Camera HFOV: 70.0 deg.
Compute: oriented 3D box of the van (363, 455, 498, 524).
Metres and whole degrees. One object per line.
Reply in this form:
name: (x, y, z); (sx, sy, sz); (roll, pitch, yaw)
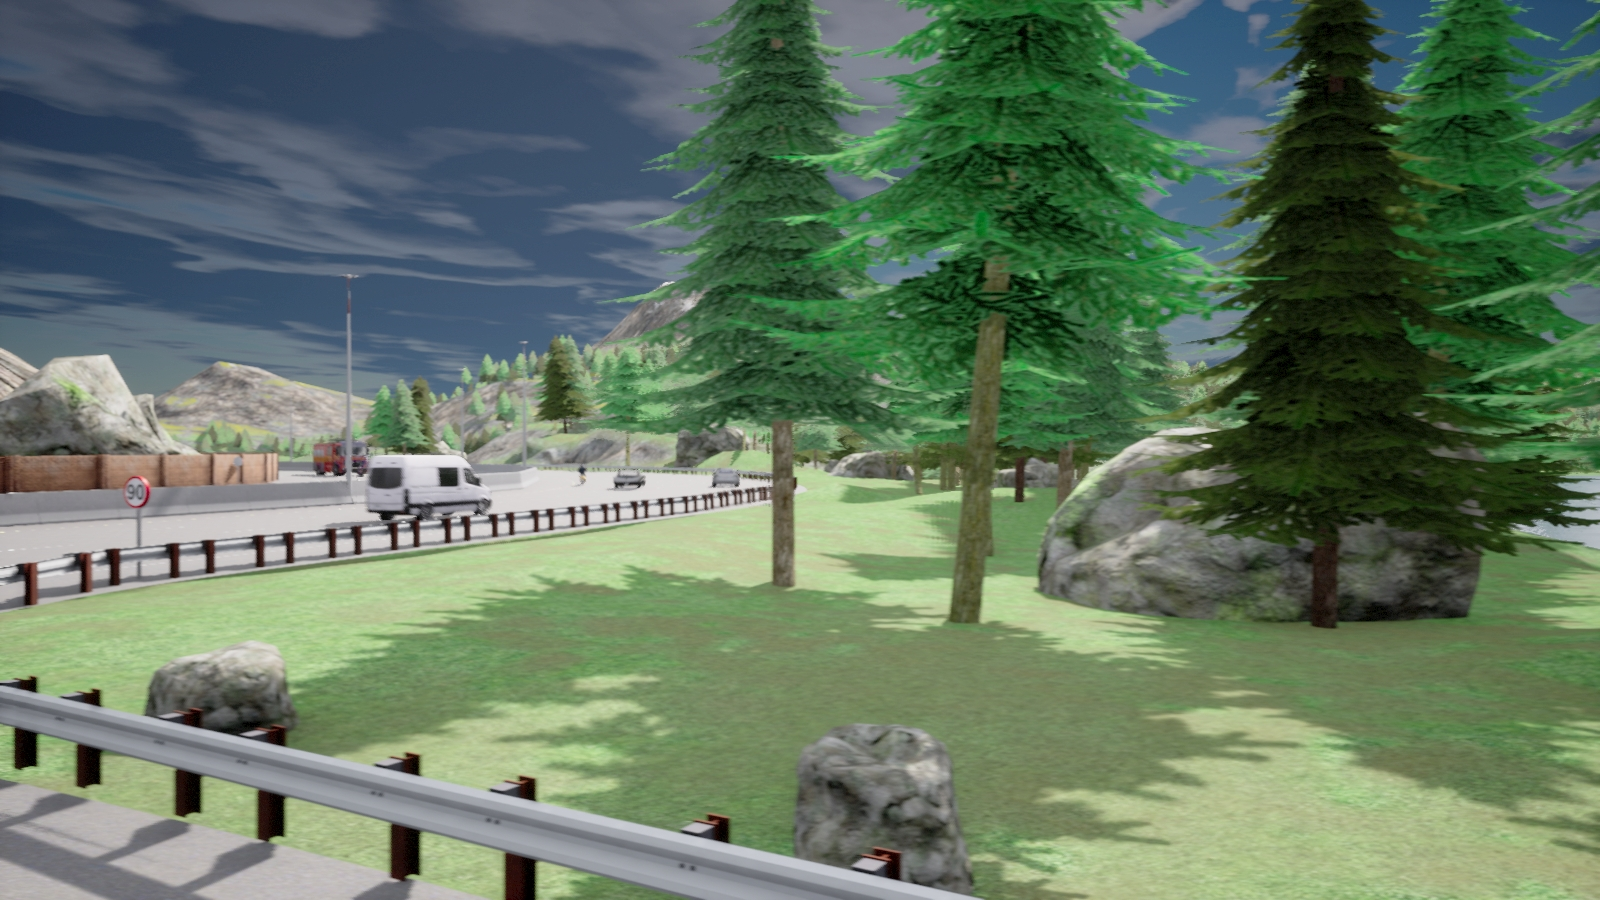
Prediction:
van: (-14.713, 1.491, 45.925); (1.988, 2.561, 5.915); (0, 0, 20)
